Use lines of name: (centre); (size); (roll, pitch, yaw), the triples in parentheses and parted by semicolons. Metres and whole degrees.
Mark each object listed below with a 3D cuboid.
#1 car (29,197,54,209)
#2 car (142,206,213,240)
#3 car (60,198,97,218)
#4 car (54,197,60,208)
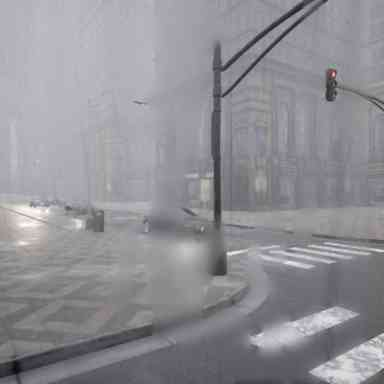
car: (-21.011, 1.445, 45.640); (2.128, 1.511, 4.902); (0, 0, -35)
car: (-0.907, 1.497, 17.276); (1.837, 1.490, 4.892); (0, 0, -36)
car: (-10.196, 1.458, 30.314); (1.882, 1.535, 5.008); (0, 0, -35)
car: (-16.317, 1.489, 44.318); (2.033, 1.411, 5.357); (0, 0, -35)
